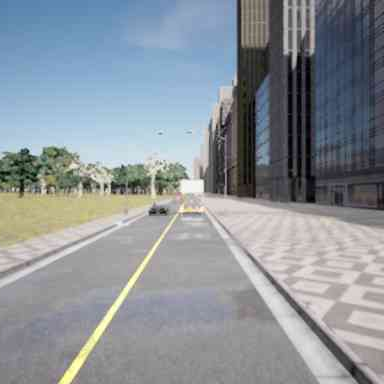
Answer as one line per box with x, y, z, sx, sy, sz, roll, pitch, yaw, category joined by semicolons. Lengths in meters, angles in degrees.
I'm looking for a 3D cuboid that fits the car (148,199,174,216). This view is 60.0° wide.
-3.110;1.623;32.497;1.895;1.301;4.718;0;0;0;car

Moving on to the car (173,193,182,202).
-3.031;1.186;73.983;2.150;2.045;5.566;0;0;0;car

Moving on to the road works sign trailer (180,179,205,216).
-0.014;0.488;33.486;2.380;3.560;2.880;0;0;0;road works sign trailer
